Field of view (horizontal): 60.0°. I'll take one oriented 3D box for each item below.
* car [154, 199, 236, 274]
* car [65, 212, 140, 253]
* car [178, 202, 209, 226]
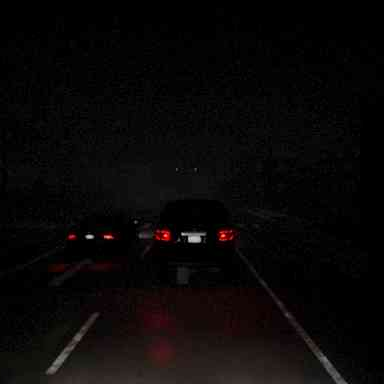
[{"bbox_3d":[0.090,1.217,10.669,2.150,2.045,5.566,0,0,1],"label":"car"},{"bbox_3d":[-3.403,1.540,13.543,2.033,1.411,5.357,0,0,0],"label":"car"},{"bbox_3d":[0.100,1.534,24.621,2.033,1.411,5.357,0,0,0],"label":"car"}]
